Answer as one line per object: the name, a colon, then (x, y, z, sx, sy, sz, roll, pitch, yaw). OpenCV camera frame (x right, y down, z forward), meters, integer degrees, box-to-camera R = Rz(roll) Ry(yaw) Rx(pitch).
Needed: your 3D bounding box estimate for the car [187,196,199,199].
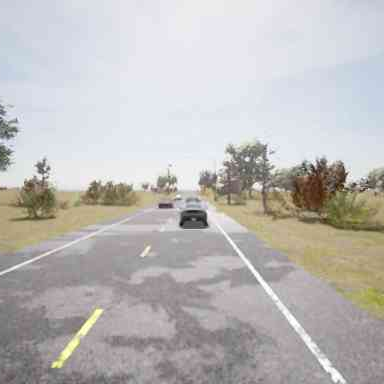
car: (0.120, 1.321, 41.906, 2.097, 1.767, 4.553, 0, 0, 0)

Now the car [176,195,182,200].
car: (-3.460, 1.462, 84.304, 2.033, 1.411, 5.357, 0, 0, 0)

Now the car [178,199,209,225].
car: (0.112, 1.489, 23.676, 1.837, 1.490, 4.892, 0, 0, 0)

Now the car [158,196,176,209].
car: (-3.556, 1.444, 45.517, 1.882, 1.535, 5.008, 0, 0, 0)
